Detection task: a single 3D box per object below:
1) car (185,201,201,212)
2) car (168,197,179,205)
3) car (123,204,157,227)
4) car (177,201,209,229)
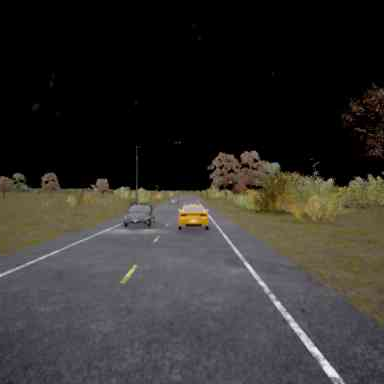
[{"bbox_3d":[0.093,1.802,42.580,1.895,1.301,4.718,0,0,0],"label":"car"},{"bbox_3d":[-3.521,1.787,64.658,2.128,1.511,4.902,0,0,0],"label":"car"},{"bbox_3d":[-3.600,1.626,23.620,1.837,1.490,4.892,0,0,0],"label":"car"},{"bbox_3d":[0.096,1.594,22.570,1.882,1.535,5.008,0,0,0],"label":"car"}]
